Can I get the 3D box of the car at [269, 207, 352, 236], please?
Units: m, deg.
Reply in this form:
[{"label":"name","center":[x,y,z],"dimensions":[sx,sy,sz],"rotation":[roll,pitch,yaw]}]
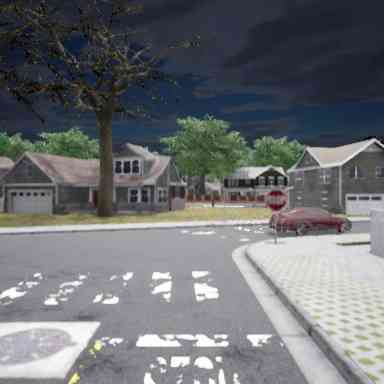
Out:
[{"label":"car","center":[6.419,1.526,18.054],"dimensions":[4.674,1.442,1.812],"rotation":[0,-1,-21]}]
